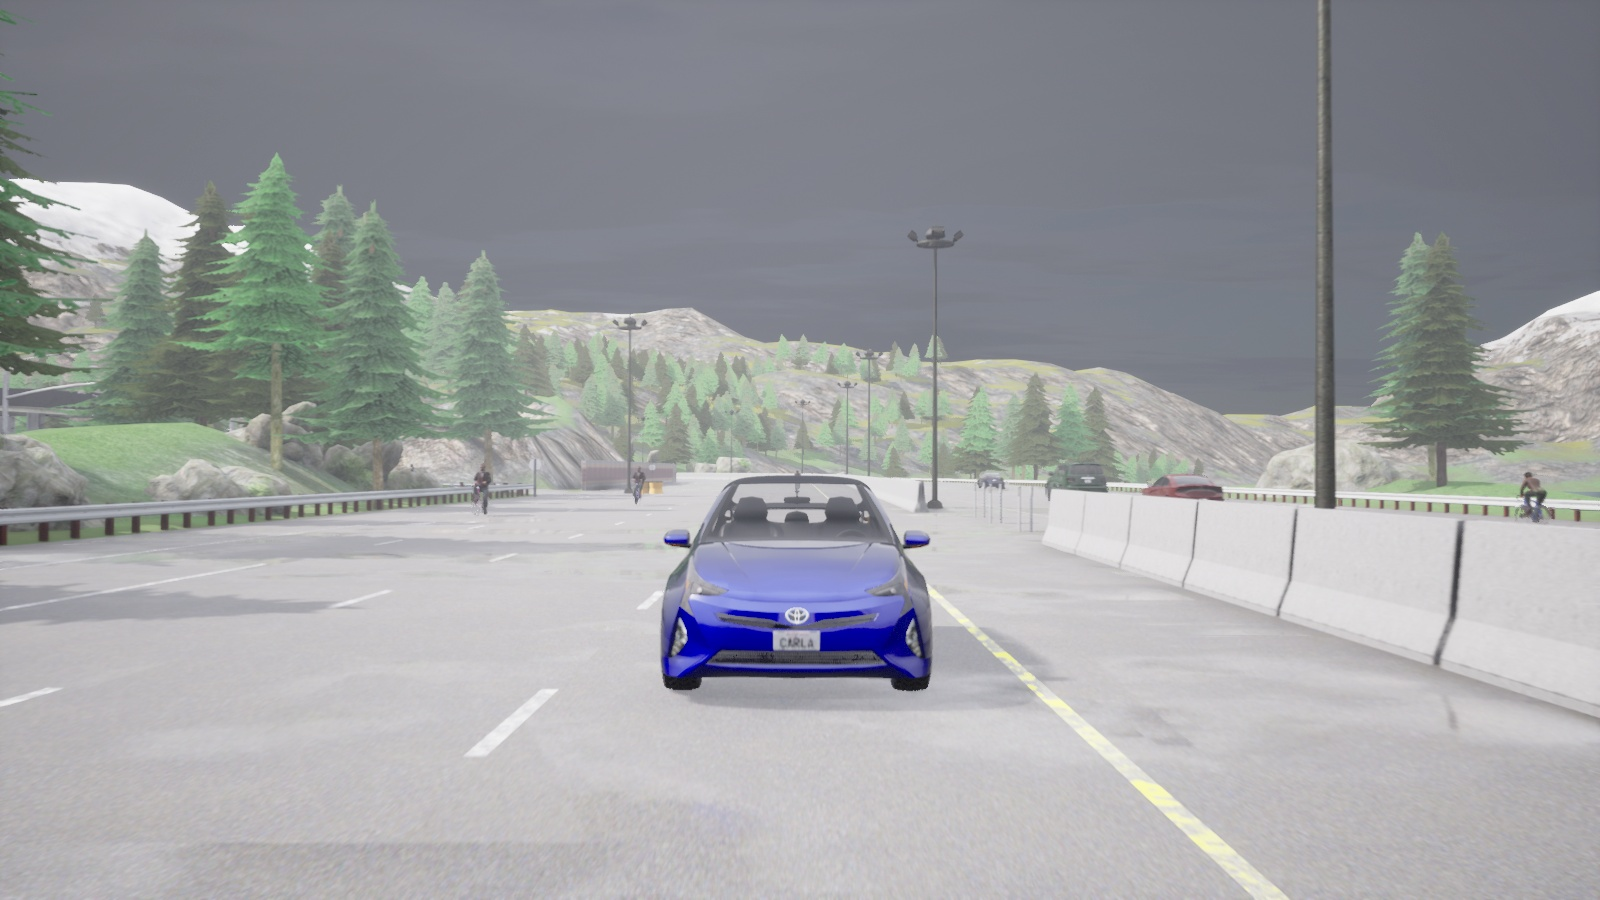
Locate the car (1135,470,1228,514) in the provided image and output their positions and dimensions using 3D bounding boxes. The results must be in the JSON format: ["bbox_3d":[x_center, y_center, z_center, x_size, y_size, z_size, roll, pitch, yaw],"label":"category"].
[{"bbox_3d":[13.924,1.508,46.103,1.882,1.535,5.008,0,-1,0],"label":"car"}]

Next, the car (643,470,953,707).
[{"bbox_3d":[-0.019,0.935,10.388,2.007,1.525,4.514,0,-1,0],"label":"car"}]

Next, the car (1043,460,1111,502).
[{"bbox_3d":[13.895,1.538,63.330,2.150,2.045,5.566,0,-1,0],"label":"car"}]

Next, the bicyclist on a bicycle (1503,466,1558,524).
[{"bbox_3d":[20.940,1.287,36.015,0.582,1.620,1.656,0,-1,0],"label":"bicyclist on a bicycle"}]
